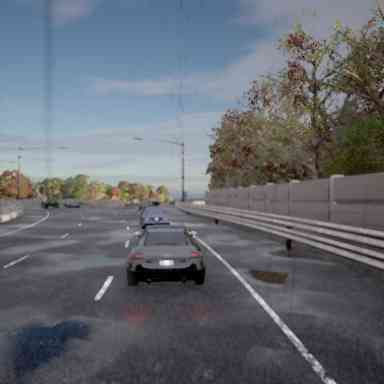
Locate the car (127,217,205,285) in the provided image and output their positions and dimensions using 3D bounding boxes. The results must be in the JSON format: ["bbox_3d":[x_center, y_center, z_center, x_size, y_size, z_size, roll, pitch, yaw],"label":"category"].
[{"bbox_3d":[-0.779,1.662,9.849,1.994,1.385,4.181,0,0,-5],"label":"car"}]

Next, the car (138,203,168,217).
[{"bbox_3d":[-2.700,1.776,23.260,2.033,1.411,5.357,0,-1,-11],"label":"car"}]

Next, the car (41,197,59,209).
[{"bbox_3d":[-24.530,1.804,57.305,2.150,2.045,5.566,0,-1,-33],"label":"car"}]

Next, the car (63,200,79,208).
[{"bbox_3d":[-21.367,2.156,58.753,1.994,1.385,4.181,0,-1,-33],"label":"car"}]

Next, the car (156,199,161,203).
[{"bbox_3d":[-7.492,2.139,67.805,1.882,1.535,5.008,0,-1,1],"label":"car"}]

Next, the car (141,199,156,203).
[{"bbox_3d":[-6.916,1.982,50.168,2.128,1.511,4.902,0,-1,-5],"label":"car"}]
